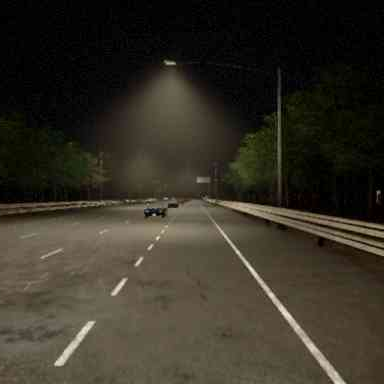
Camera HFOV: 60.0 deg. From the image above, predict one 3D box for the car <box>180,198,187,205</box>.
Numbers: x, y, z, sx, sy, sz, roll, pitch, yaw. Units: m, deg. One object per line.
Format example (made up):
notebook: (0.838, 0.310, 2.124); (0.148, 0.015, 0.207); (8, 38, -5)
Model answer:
car: (-3.087, 2.449, 88.683); (2.097, 1.767, 4.553); (0, -1, 1)

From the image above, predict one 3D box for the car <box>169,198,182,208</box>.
car: (-3.319, 2.229, 59.558); (1.895, 1.301, 4.718); (0, -1, 0)

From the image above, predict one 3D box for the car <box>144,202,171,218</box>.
car: (-3.448, 1.837, 32.571); (1.895, 1.301, 4.718); (0, -1, 0)
